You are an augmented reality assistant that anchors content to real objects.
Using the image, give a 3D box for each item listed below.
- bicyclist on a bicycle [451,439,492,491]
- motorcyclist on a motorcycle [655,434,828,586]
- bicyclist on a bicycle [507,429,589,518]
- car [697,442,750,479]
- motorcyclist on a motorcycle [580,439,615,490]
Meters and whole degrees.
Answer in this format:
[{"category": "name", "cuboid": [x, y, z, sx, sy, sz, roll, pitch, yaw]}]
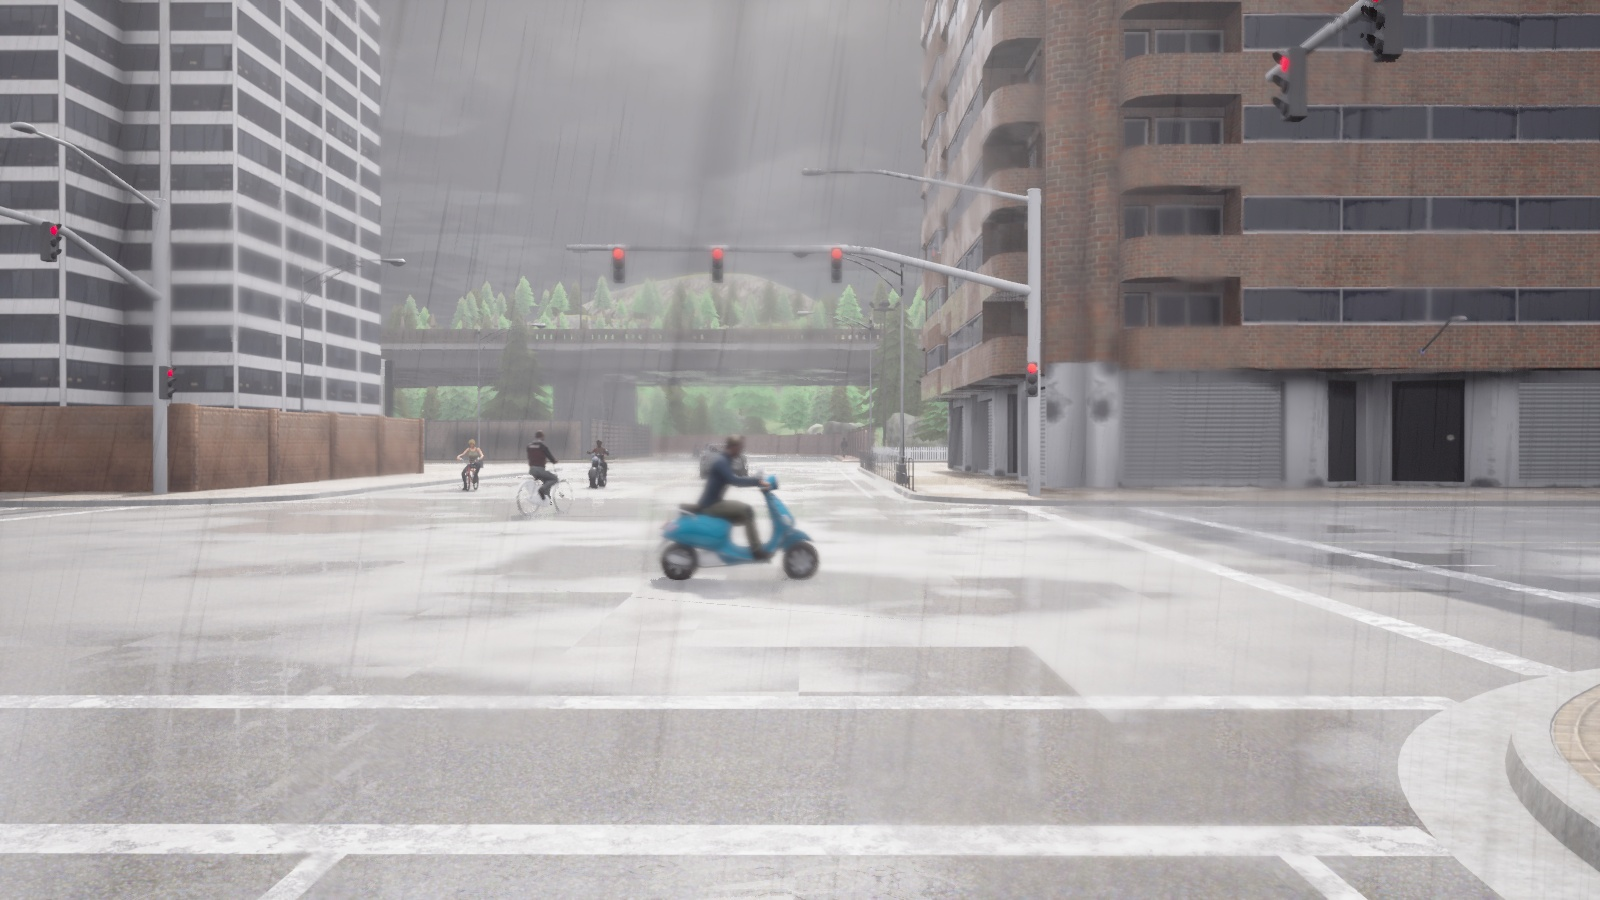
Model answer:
[{"category": "bicyclist on a bicycle", "cuboid": [-10.263, 0.453, 39.234, 0.866, 1.612, 1.509, 0, 0, 1]}, {"category": "motorcyclist on a motorcycle", "cuboid": [-0.608, 0.623, 13.566, 1.817, 1.590, 0.866, 0, 0, 1]}, {"category": "bicyclist on a bicycle", "cuboid": [-5.218, 0.465, 26.133, 0.659, 1.776, 1.843, -1, 0, 27]}, {"category": "car", "cuboid": [-3.193, 0.411, 52.941, 1.970, 1.475, 3.806, 0, 0, 0]}, {"category": "motorcyclist on a motorcycle", "cuboid": [-6.752, 0.454, 42.021, 0.766, 1.649, 2.350, 0, 0, 0]}]
